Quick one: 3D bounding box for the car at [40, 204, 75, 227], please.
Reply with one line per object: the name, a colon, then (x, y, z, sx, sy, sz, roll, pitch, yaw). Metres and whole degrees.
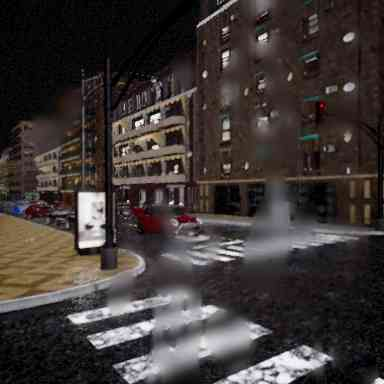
car: (-10.324, 1.970, 26.565, 2.008, 1.369, 4.403, -2, 0, -36)

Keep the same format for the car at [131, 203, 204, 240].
car: (-1.337, 1.583, 18.811, 2.097, 1.767, 4.553, -1, -1, -36)

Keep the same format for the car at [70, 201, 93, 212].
car: (-16.499, 2.121, 49.601, 1.967, 1.590, 4.097, -2, 0, -36)

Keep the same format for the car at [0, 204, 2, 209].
car: (-39.620, 2.702, 67.236, 2.008, 1.369, 4.403, -2, 0, -36)

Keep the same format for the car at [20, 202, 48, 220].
car: (-16.405, 2.116, 35.039, 1.887, 1.381, 4.507, -2, 0, -36)

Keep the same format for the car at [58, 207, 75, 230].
car: (-7.057, 1.889, 22.055, 2.008, 1.369, 4.403, -2, 0, -36)

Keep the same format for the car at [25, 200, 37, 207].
car: (-39.366, 2.798, 81.172, 1.887, 1.381, 4.507, -2, 0, -36)

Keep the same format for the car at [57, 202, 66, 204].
car: (-23.032, 2.426, 58.620, 1.802, 1.307, 4.206, -2, 0, -36)

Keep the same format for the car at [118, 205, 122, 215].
car: (-9.842, 1.703, 36.007, 2.150, 2.045, 5.566, -1, -1, -36)

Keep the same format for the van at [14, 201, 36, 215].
van: (-21.327, 2.035, 41.923, 1.690, 1.788, 3.998, -2, 0, -36)

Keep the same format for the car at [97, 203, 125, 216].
car: (-9.902, 2.099, 40.625, 1.802, 1.307, 4.206, -2, 0, -36)

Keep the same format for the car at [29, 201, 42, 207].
car: (-36.099, 2.737, 76.661, 1.947, 1.339, 4.313, -2, 0, -36)

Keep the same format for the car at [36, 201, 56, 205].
car: (-20.139, 2.263, 44.882, 1.994, 1.385, 4.181, -1, -1, -35)
